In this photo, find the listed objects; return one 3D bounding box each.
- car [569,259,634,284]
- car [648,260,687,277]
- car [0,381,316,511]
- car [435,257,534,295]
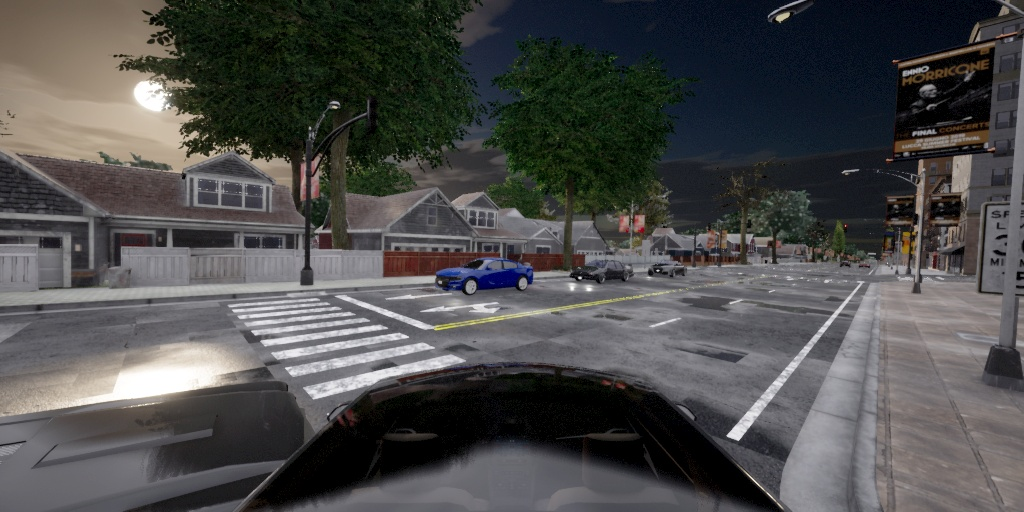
[{"bbox_3d":[6.008,0.943,23.381,5.357,1.411,2.033,0,2,-44],"label":"car"},{"bbox_3d":[13.192,1.015,30.317,4.181,1.385,1.994,0,2,-44],"label":"car"},{"bbox_3d":[-3.309,1.292,1.257,4.718,1.301,1.895,1,2,-34],"label":"car"},{"bbox_3d":[-1.144,0.821,16.447,5.008,1.535,1.882,0,2,-44],"label":"car"}]
